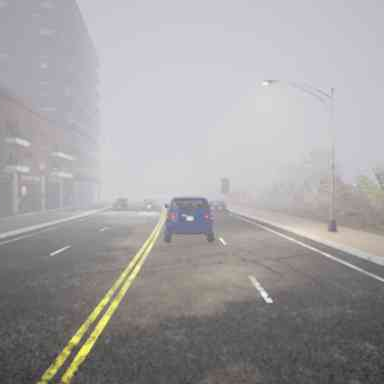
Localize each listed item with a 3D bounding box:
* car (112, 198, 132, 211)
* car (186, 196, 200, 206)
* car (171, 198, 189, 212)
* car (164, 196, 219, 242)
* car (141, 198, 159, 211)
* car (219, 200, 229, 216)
[{"bbox_3d":[-8.236,1.458,39.368,1.837,1.490,4.892,0,0,-4],"label":"car"},{"bbox_3d":[0.182,1.403,54.682,1.812,1.442,4.674,0,0,-6],"label":"car"},{"bbox_3d":[-1.465,1.454,38.637,1.812,1.442,4.674,0,0,-5],"label":"car"},{"bbox_3d":[-0.186,1.195,16.461,2.150,2.045,5.566,0,0,-2],"label":"car"},{"bbox_3d":[-5.003,1.431,39.706,2.128,1.511,4.902,0,0,-4],"label":"car"},{"bbox_3d":[2.310,1.478,31.823,2.033,1.411,5.357,0,0,-4],"label":"car"}]
